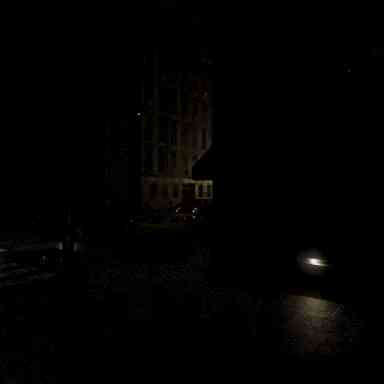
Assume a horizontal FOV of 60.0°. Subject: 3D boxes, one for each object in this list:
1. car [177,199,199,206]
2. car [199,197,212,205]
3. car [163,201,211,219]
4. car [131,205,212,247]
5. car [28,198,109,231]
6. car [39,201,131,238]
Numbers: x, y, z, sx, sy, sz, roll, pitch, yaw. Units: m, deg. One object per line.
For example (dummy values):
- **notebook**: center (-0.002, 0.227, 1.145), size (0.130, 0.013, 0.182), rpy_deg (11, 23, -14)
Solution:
- **car**: center (0.676, 1.319, 25.948), size (2.097, 1.767, 4.553), rpy_deg (0, 0, 35)
- **car**: center (2.896, 1.313, 19.618), size (2.192, 1.841, 5.009), rpy_deg (0, 0, 36)
- **car**: center (-0.330, 1.519, 28.912), size (1.947, 1.339, 4.313), rpy_deg (0, 0, 36)
- **car**: center (-0.308, 1.529, 15.136), size (1.752, 1.417, 4.829), rpy_deg (0, 0, 36)
- **car**: center (-6.931, 1.280, 19.670), size (2.192, 1.841, 5.009), rpy_deg (0, 0, 36)
- **car**: center (-5.159, 1.455, 17.779), size (1.882, 1.535, 5.008), rpy_deg (0, 0, 34)
